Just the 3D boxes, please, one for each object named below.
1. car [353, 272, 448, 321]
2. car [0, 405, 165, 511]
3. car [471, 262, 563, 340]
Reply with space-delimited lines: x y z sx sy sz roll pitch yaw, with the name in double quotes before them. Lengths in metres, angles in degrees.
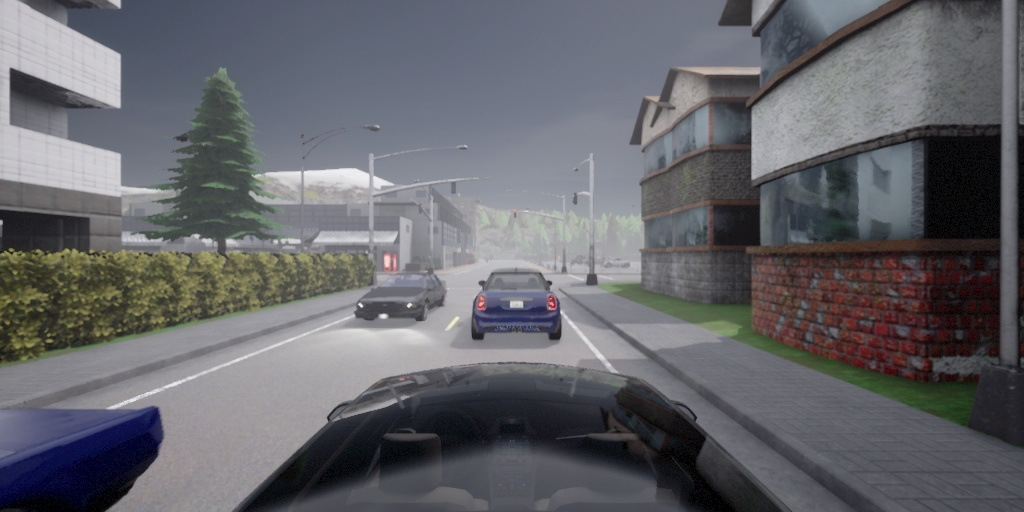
"car" -3.546 1.286 12.620 2.033 1.411 5.357 0 0 1
"car" -3.594 1.352 0.467 1.895 1.301 4.718 0 0 0
"car" 0.101 1.093 10.079 2.097 1.767 4.553 0 0 0
